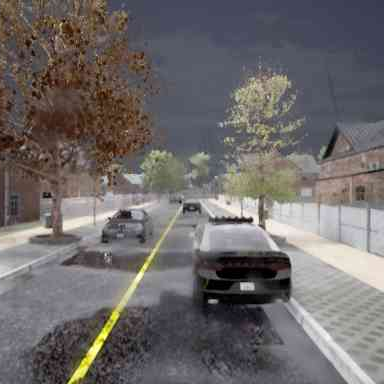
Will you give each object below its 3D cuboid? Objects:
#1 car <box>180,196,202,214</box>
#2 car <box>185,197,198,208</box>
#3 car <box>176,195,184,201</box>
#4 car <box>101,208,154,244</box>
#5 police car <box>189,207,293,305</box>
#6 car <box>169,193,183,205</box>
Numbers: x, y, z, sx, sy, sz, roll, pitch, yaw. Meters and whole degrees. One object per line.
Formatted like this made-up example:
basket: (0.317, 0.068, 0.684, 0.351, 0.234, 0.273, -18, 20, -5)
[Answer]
car: (0.002, 1.431, 35.120, 1.882, 1.535, 5.008, 0, 0, 0)
car: (-0.044, 1.469, 46.724, 1.812, 1.442, 4.674, 0, 0, 0)
car: (-2.918, 1.410, 81.476, 1.882, 1.535, 5.008, 0, 0, 0)
car: (-2.882, 1.503, 15.706, 1.812, 1.442, 4.674, 0, 0, 0)
police car: (0.945, 1.413, 8.287, 1.930, 1.638, 5.238, 0, 0, 0)
car: (-2.934, 1.158, 59.496, 2.150, 2.045, 5.566, 0, 0, 0)
